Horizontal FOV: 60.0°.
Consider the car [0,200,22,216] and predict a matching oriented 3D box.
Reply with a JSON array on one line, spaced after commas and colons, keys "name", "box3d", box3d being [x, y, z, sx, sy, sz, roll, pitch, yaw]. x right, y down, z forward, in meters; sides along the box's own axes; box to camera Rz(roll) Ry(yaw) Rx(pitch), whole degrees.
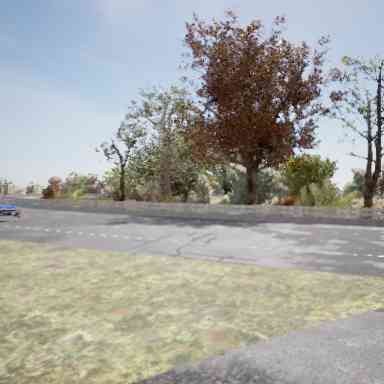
[{"name": "car", "box3d": [-15.044, 1.241, 25.643, 5.008, 1.535, 1.882, 0, 0, 34]}]
